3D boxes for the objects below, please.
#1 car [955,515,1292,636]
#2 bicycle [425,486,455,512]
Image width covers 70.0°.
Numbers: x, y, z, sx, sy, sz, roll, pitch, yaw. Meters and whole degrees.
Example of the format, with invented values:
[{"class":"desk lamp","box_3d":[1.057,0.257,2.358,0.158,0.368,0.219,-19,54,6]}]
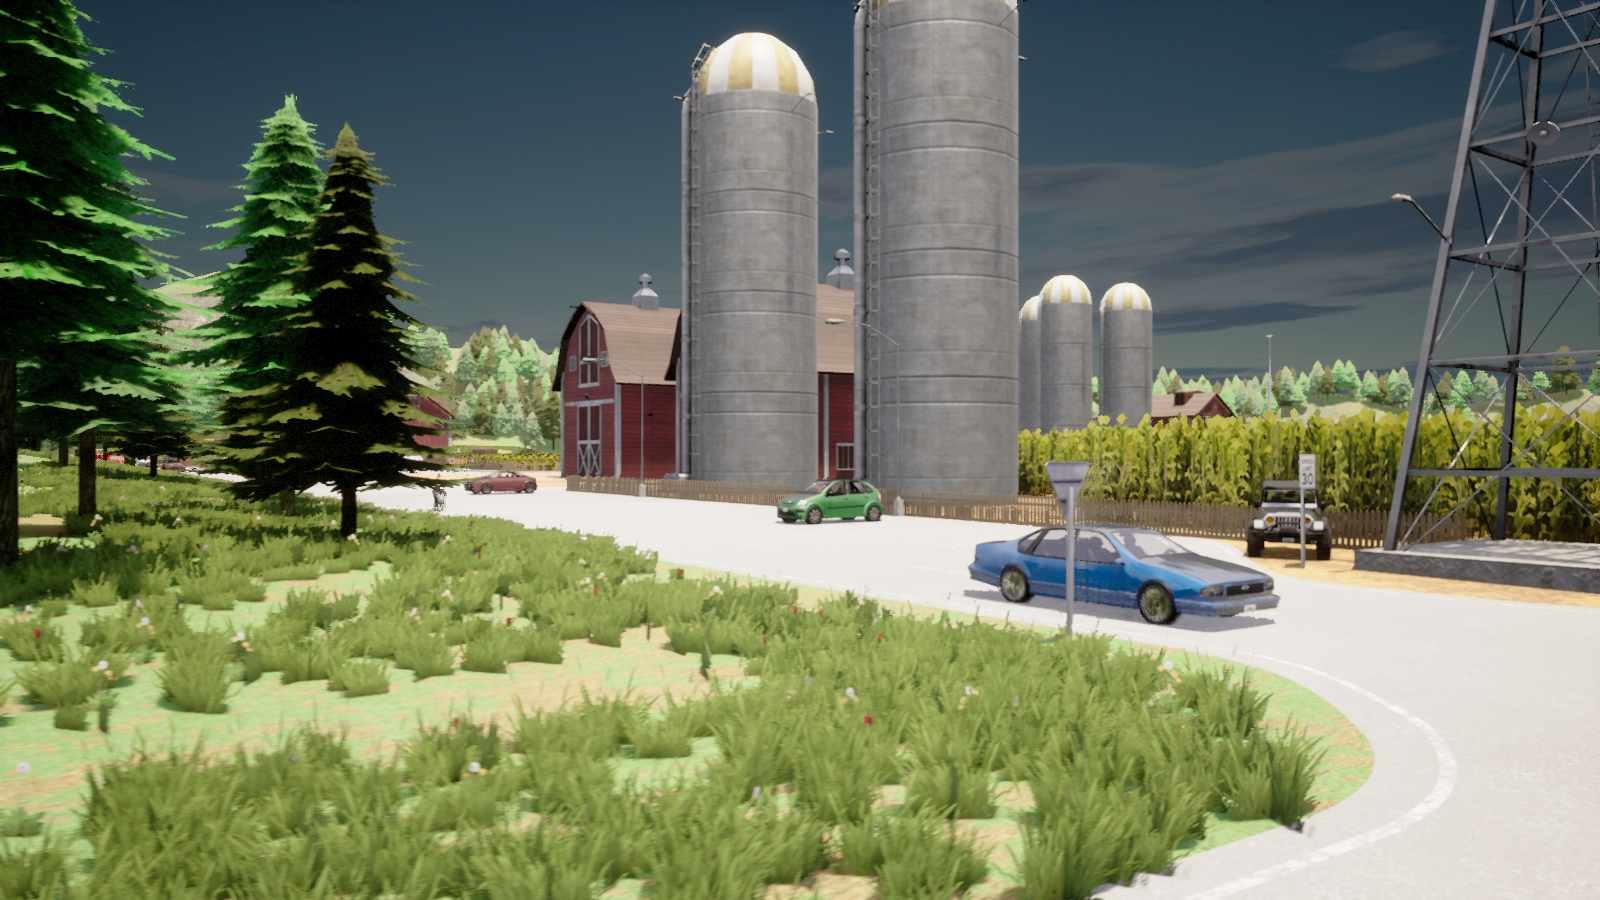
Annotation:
[{"class":"car","box_3d":[5.170,1.958,19.121,2.033,1.411,5.357,0,0,-34]},{"class":"bicycle","box_3d":[-15.549,2.108,49.340,0.859,1.080,1.487,0,0,-34]}]
